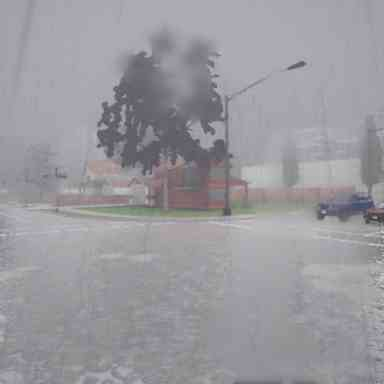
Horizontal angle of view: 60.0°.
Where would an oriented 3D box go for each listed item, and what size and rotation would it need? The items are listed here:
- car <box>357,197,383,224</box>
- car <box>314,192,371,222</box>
[{"bbox_3d":[13.428,1.294,22.136,5.008,1.535,1.882,-1,0,-35],"label":"car"},{"bbox_3d":[11.572,1.038,25.101,5.566,2.045,2.150,0,0,-35],"label":"car"}]
